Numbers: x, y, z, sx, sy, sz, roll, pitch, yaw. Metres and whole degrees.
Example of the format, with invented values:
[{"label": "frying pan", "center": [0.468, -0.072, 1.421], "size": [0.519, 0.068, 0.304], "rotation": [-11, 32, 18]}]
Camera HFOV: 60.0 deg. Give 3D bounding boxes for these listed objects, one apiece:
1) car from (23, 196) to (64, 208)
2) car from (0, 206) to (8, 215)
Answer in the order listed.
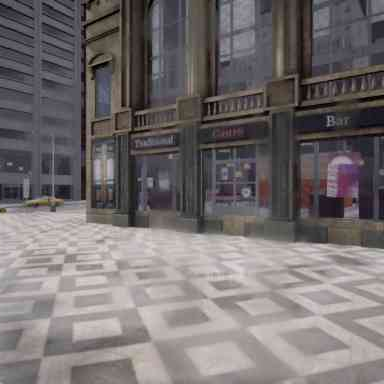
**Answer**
[{"label": "car", "center": [-18.517, 1.144, 41.565], "size": [1.752, 1.417, 4.829], "rotation": [1, 2, 36]}, {"label": "car", "center": [-18.034, 1.341, 27.664], "size": [1.752, 1.417, 4.829], "rotation": [1, 2, 36]}]
